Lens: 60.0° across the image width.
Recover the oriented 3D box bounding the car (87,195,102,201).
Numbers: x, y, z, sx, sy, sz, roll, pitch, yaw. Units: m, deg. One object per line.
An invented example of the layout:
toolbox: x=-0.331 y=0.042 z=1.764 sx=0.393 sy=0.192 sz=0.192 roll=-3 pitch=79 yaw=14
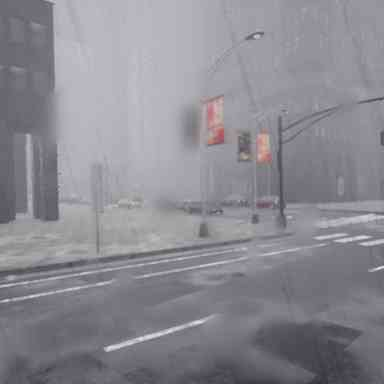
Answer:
car: x=-23.413 y=1.406 z=79.794 sx=1.887 sy=1.381 sz=4.507 roll=-2 pitch=1 yaw=-35

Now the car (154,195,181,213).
car: x=-2.105 y=1.223 z=35.048 sx=2.192 sy=1.841 sz=5.009 roll=-2 pitch=1 yaw=-35

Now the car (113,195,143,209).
car: x=-8.283 y=1.470 z=43.761 sx=1.752 sy=1.417 sz=4.829 roll=-2 pitch=1 yaw=-35

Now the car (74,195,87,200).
car: x=-29.791 y=1.434 z=88.780 sx=1.752 sy=1.417 sz=4.829 roll=-2 pitch=1 yaw=-35

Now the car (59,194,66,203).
car: x=-27.233 y=1.387 z=70.443 sx=2.192 sy=1.841 sz=5.009 roll=-2 pitch=1 yaw=-35

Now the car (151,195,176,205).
car: x=-4.569 y=1.276 z=53.253 sx=1.887 sy=1.381 sz=4.507 roll=-2 pitch=1 yaw=-35

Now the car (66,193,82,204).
car: x=-20.951 y=1.342 z=61.594 sx=2.192 sy=1.841 sz=5.009 roll=-2 pitch=1 yaw=-35

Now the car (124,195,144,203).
car: x=-10.949 y=1.298 z=62.238 sx=1.752 sy=1.417 sz=4.829 roll=-2 pitch=1 yaw=-35

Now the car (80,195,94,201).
car: x=-26.552 y=1.436 z=84.218 sx=2.008 sy=1.369 sz=4.403 roll=-2 pitch=1 yaw=-35

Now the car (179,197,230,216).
car: x=1.043 y=1.455 z=30.627 sx=1.947 sy=1.339 sz=4.313 roll=-2 pitch=1 yaw=-35

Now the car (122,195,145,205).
car: x=-9.888 y=1.331 z=56.035 sx=1.837 sy=1.490 sz=4.892 roll=-2 pitch=1 yaw=-34

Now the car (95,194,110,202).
car: x=-20.275 y=1.278 z=75.369 sx=1.967 sy=1.590 sz=4.097 roll=-2 pitch=1 yaw=-35

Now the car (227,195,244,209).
car: x=4.849 y=1.115 z=39.981 sx=1.967 sy=1.590 sz=4.097 roll=-2 pitch=1 yaw=-35

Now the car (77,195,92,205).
car: x=-17.803 y=1.587 z=57.174 sx=1.802 sy=1.307 sz=4.206 roll=-2 pitch=1 yaw=-35

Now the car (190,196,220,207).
car: x=1.713 y=1.275 z=44.406 sx=1.802 sy=1.307 sz=4.206 roll=-2 pitch=1 yaw=-35

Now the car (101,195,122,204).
car: x=-15.441 y=1.355 z=63.799 sx=2.128 sy=1.511 sz=4.902 roll=-2 pitch=1 yaw=-35

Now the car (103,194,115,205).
car: x=-14.274 y=1.485 z=56.978 sx=1.994 sy=1.385 sz=4.181 roll=-2 pitch=1 yaw=-35

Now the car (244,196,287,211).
car: x=7.990 y=1.097 z=35.557 sx=1.967 sy=1.590 sz=4.097 roll=-2 pitch=1 yaw=-35

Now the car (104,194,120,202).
car: x=-17.134 y=1.256 z=70.945 sx=1.967 sy=1.590 sz=4.097 roll=-2 pitch=1 yaw=-35
